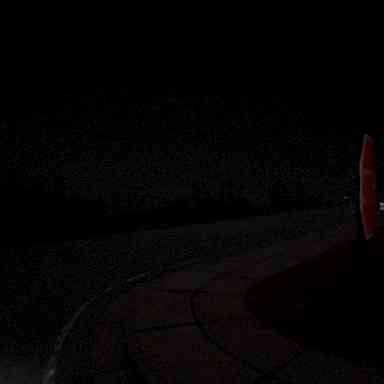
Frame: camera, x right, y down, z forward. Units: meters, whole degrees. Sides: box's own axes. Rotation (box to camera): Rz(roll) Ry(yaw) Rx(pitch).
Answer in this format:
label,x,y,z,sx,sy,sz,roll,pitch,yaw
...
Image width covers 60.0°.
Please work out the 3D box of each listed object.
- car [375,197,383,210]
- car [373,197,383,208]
label,x,y,z,sx,sy,sz,roll,pitch,yaw
car,22.079,1.502,41.429,2.128,1.511,4.902,-1,0,38
car,28.480,1.512,49.534,1.837,1.490,4.892,-1,0,39
